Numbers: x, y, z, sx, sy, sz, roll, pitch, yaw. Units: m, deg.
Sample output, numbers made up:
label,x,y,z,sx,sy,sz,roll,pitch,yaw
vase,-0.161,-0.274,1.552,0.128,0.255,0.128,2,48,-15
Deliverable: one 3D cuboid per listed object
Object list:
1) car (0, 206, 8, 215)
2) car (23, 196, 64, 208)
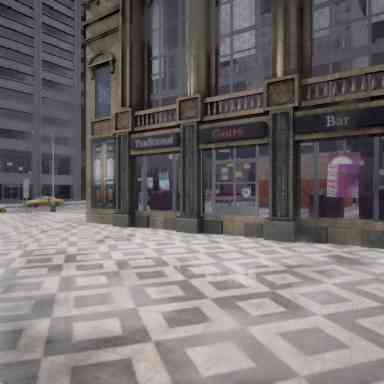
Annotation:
label,x,y,z,sx,sy,sz,roll,pitch,yaw
car,-18.034,1.341,27.664,1.752,1.417,4.829,1,2,36
car,-18.517,1.144,41.565,1.752,1.417,4.829,1,2,36
